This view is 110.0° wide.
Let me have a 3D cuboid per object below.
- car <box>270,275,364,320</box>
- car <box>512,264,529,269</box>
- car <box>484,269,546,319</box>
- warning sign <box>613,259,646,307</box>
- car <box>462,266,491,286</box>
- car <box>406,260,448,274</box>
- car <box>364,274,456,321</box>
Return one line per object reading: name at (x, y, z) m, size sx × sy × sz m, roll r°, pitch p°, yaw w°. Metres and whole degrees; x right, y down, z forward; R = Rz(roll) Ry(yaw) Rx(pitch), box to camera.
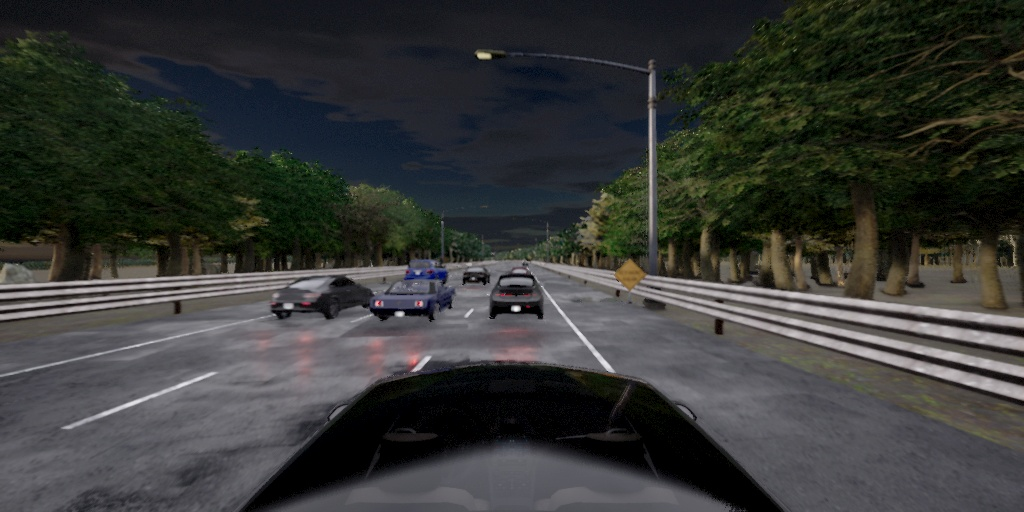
car at (-6.812, 1.427, 13.331) m, size 1.812 × 1.442 × 4.674 m, roll 0°, pitch -1°, yaw 1°
car at (0.610, 1.631, 29.225) m, size 1.812 × 1.442 × 4.674 m, roll 0°, pitch 0°, yaw 2°
car at (0.202, 1.415, 13.636) m, size 1.837 × 1.490 × 4.892 m, roll 0°, pitch 0°, yaw 2°
warning sign at (4.708, 1.037, 14.357) m, size 1.300 × 1.860 × 1.060 m, roll 0°, pitch 0°, yaw 1°
car at (-2.871, 1.588, 29.811) m, size 1.882 × 1.535 × 5.008 m, roll 0°, pitch 0°, yaw 2°
car at (-6.451, 1.305, 27.595) m, size 2.150 × 2.045 × 5.566 m, roll 0°, pitch 0°, yaw 2°
car at (-3.319, 1.500, 13.056) m, size 1.895 × 1.301 × 4.718 m, roll 0°, pitch -1°, yaw 2°
